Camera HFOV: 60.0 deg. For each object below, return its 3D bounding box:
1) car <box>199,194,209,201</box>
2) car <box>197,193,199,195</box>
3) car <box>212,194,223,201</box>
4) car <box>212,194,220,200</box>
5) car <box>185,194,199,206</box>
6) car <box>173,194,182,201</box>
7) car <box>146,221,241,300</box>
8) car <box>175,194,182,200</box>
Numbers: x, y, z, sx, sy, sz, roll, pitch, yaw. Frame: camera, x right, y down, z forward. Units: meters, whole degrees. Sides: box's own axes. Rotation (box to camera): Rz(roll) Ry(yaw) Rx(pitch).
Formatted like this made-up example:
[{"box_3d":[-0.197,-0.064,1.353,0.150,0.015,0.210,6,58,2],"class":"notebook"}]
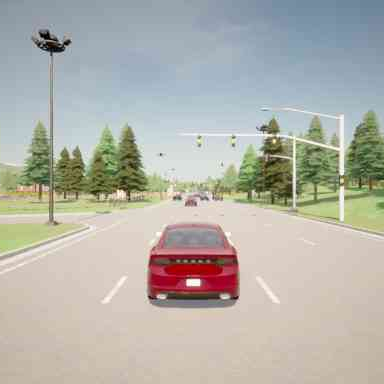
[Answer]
[{"box_3d":[3.254,1.516,84.101,1.812,1.442,4.674,0,0,0],"class":"car"},{"box_3d":[3.224,1.357,94.105,2.128,1.511,4.902,0,0,0],"class":"car"},{"box_3d":[6.755,1.516,83.695,2.128,1.511,4.902,0,0,0],"class":"car"},{"box_3d":[6.724,1.372,94.115,2.033,1.411,5.357,0,0,0],"class":"car"},{"box_3d":[-0.155,1.525,53.062,1.812,1.442,4.674,0,0,0],"class":"car"},{"box_3d":[-3.745,1.469,83.664,1.882,1.535,5.008,0,0,0],"class":"car"},{"box_3d":[0.038,1.478,8.459,1.882,1.535,5.008,0,0,0],"class":"car"},{"box_3d":[-3.776,1.310,94.084,1.882,1.535,5.008,0,0,0],"class":"car"}]
